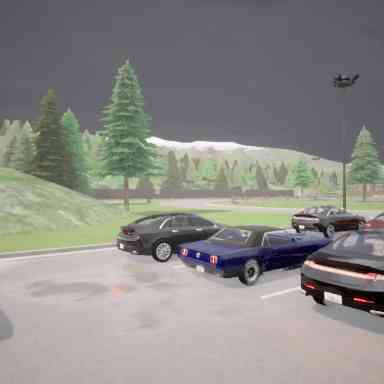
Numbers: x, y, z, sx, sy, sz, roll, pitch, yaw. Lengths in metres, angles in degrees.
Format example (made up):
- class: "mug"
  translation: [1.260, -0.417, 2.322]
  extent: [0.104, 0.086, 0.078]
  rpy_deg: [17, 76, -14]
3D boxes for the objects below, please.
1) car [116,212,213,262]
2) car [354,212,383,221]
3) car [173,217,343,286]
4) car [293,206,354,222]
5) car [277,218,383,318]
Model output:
- class: "car"
  translation: [-0.290, 1.505, 12.129]
  extent: [4.892, 1.490, 1.837]
  rpy_deg: [0, 0, -35]
- class: "car"
  translation: [9.442, 1.526, 14.759]
  extent: [4.674, 1.442, 1.812]
  rpy_deg: [0, 0, -35]
- class: "car"
  translation: [2.022, 1.601, 9.478]
  extent: [4.718, 1.301, 1.895]
  rpy_deg: [0, 0, -35]
- class: "car"
  translation: [7.299, 1.491, 17.530]
  extent: [4.902, 1.511, 2.128]
  rpy_deg: [0, 0, -35]
- class: "car"
  translation: [4.246, 1.492, 6.766]
  extent: [4.902, 1.511, 2.128]
  rpy_deg: [0, 0, -35]
